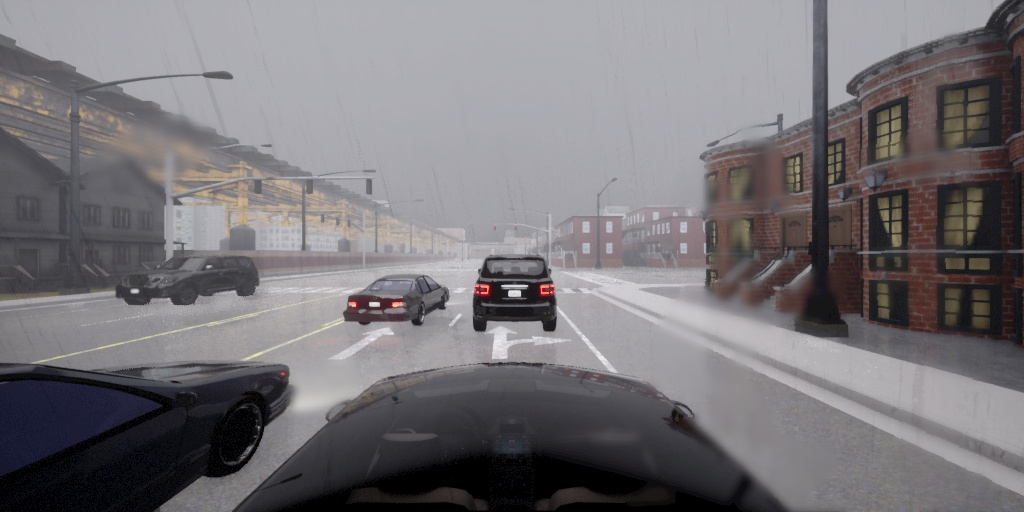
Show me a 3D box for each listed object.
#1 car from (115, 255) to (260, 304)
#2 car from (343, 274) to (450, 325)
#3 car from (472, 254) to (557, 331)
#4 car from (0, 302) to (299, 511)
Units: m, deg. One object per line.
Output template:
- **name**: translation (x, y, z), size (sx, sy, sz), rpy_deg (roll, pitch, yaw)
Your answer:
- **car**: translation (-14.026, 0.977, 16.112), size (2.150, 2.045, 5.566), rpy_deg (0, 0, 0)
- **car**: translation (-3.443, 1.297, 11.757), size (2.033, 1.411, 5.357), rpy_deg (0, 0, 2)
- **car**: translation (0.082, 0.971, 11.076), size (2.150, 2.045, 5.566), rpy_deg (0, 0, 0)
- **car**: translation (-3.388, 1.297, 1.685), size (2.033, 1.411, 5.357), rpy_deg (0, 0, -1)
